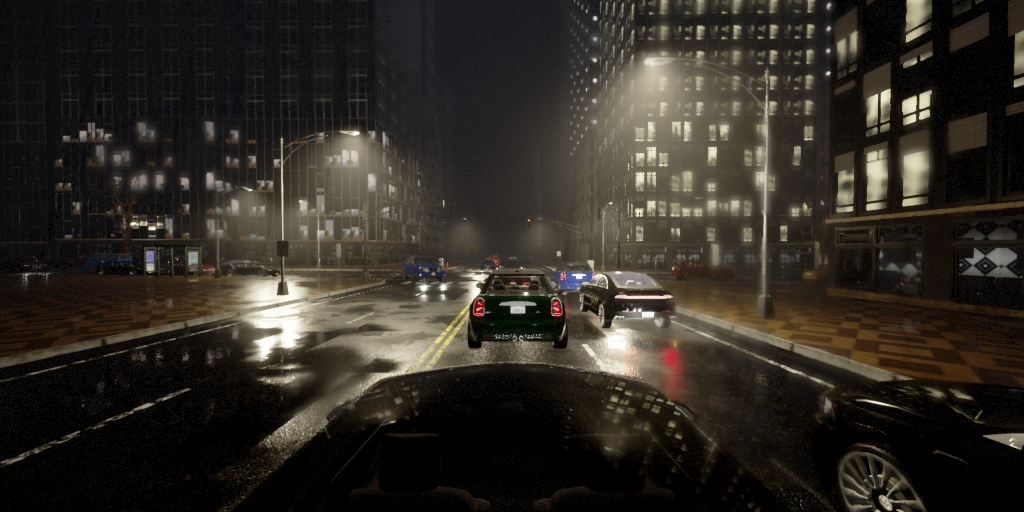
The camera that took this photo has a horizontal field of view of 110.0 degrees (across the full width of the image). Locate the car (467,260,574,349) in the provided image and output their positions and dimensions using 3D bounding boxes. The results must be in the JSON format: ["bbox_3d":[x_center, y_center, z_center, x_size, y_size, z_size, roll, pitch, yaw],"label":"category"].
[{"bbox_3d":[0.111,1.099,9.320,2.097,1.767,4.553,0,0,0],"label":"car"}]

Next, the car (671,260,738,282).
[{"bbox_3d":[16.232,1.269,30.785,5.009,1.841,2.192,0,0,1],"label":"car"}]

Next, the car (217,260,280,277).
[{"bbox_3d":[-22.692,1.173,31.364,4.313,1.339,1.948,0,0,1],"label":"car"}]

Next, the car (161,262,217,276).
[{"bbox_3d":[-28.376,1.138,31.504,4.207,1.307,1.802,0,0,1],"label":"car"}]

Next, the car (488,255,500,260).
[{"bbox_3d":[-3.251,0.922,61.047,2.150,2.045,5.566,0,0,0],"label":"car"}]

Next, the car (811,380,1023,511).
[{"bbox_3d":[3.344,1.242,0.902,2.128,1.511,4.902,0,0,0],"label":"car"}]

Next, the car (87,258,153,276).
[{"bbox_3d":[-34.057,1.069,31.685,4.313,1.339,1.948,0,0,1],"label":"car"}]

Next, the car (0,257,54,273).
[{"bbox_3d":[-47.953,0.858,34.660,4.674,1.442,1.812,0,1,2],"label":"car"}]

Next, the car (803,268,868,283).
[{"bbox_3d":[27.680,1.578,30.573,4.829,1.417,1.751,0,0,1],"label":"car"}]

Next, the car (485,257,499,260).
[{"bbox_3d":[-3.281,1.241,50.822,1.812,1.442,4.674,0,0,0],"label":"car"}]

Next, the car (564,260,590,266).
[{"bbox_3d":[3.375,1.092,20.136,2.097,1.767,4.553,0,0,0],"label":"car"}]

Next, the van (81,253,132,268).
[{"bbox_3d":[-45.236,0.605,40.360,3.998,1.789,1.690,0,0,1],"label":"van"}]

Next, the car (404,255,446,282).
[{"bbox_3d":[-7.182,0.981,29.124,2.150,2.045,5.566,2,-1,-30],"label":"car"}]

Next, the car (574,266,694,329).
[{"bbox_3d":[3.363,1.237,11.294,2.128,1.511,4.902,0,0,0],"label":"car"}]
